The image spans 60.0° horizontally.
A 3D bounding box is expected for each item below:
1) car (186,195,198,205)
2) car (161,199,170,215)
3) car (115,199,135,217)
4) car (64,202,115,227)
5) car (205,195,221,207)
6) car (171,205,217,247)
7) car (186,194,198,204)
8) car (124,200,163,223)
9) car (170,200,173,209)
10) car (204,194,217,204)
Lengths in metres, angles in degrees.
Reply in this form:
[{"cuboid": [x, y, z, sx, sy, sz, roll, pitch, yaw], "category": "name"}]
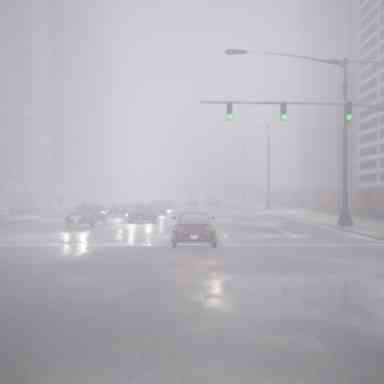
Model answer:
[{"cuboid": [-0.021, 1.601, 52.682, 1.895, 1.301, 4.718, 0, 0, 0], "category": "car"}, {"cuboid": [-3.589, 1.525, 34.145, 1.812, 1.442, 4.674, 0, 0, 0], "category": "car"}, {"cuboid": [-7.097, 1.600, 32.045, 1.895, 1.301, 4.718, 0, 0, 0], "category": "car"}, {"cuboid": [-7.107, 1.491, 22.774, 2.128, 1.511, 4.902, 0, 0, 0], "category": "car"}, {"cuboid": [3.480, 1.491, 52.301, 2.128, 1.511, 4.902, 0, 0, 0], "category": "car"}, {"cuboid": [0.081, 1.526, 14.898, 1.812, 1.442, 4.674, 0, 0, 0], "category": "car"}, {"cuboid": [-0.024, 1.351, 62.587, 2.097, 1.767, 4.553, 0, 0, 0], "category": "car"}, {"cuboid": [-3.606, 1.564, 25.368, 1.994, 1.385, 4.181, 0, 0, 0], "category": "car"}, {"cuboid": [-3.517, 1.564, 44.155, 1.994, 1.385, 4.181, 0, 0, 0], "category": "car"}, {"cuboid": [3.476, 1.352, 62.589, 2.097, 1.767, 4.553, 0, 0, 0], "category": "car"}]
